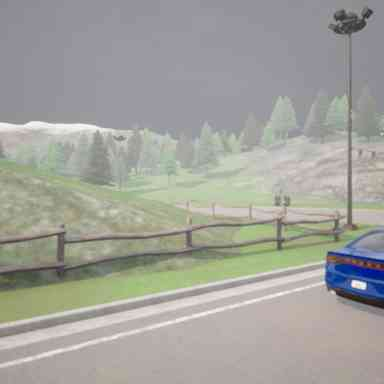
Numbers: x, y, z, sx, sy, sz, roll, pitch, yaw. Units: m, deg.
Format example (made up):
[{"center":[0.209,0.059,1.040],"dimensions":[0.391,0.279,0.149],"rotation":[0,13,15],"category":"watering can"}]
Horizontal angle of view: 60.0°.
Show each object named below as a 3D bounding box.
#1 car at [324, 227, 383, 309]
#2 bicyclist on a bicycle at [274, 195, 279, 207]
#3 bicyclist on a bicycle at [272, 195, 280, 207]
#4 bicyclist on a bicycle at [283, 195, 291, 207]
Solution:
[{"center":[4.976,1.475,7.219],"dimensions":[5.008,1.535,1.882],"rotation":[0,0,-34],"category":"car"},{"center":[12.455,1.291,47.557],"dimensions":[0.582,1.620,1.656],"rotation":[0,0,35],"category":"bicyclist on a bicycle"},{"center":[12.087,1.291,47.809],"dimensions":[0.582,1.620,1.656],"rotation":[0,0,34],"category":"bicyclist on a bicycle"},{"center":[13.552,1.291,46.795],"dimensions":[0.582,1.620,1.656],"rotation":[0,0,35],"category":"bicyclist on a bicycle"}]
